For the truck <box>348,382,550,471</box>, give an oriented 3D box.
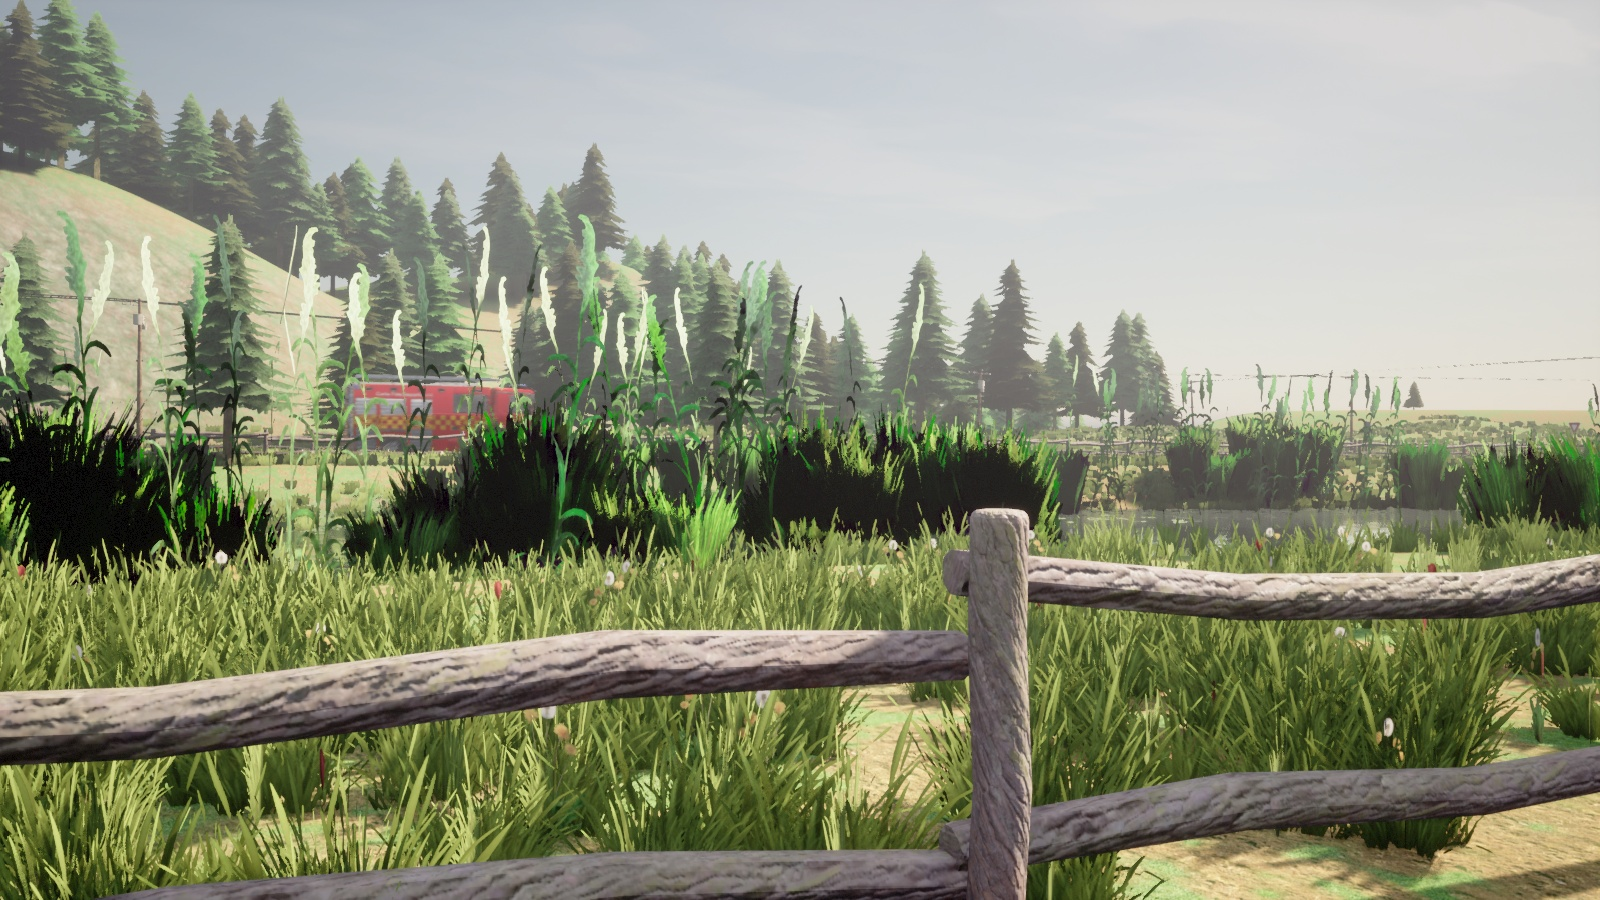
[{"bbox_3d":[-16.018,-1.094,57.486,8.468,3.827,2.891,-1,1,-27],"label":"truck"}]
